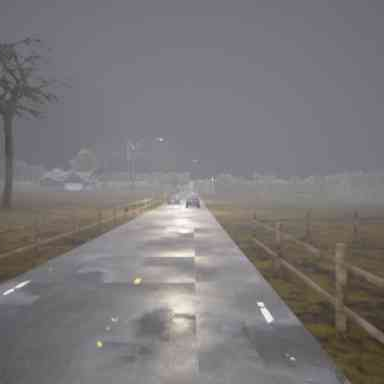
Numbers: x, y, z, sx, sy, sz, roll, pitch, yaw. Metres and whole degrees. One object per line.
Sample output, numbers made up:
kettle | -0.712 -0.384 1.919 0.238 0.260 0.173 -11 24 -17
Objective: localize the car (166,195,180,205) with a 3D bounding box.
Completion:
car | -2.814 1.196 50.561 2.128 1.511 4.902 0 1 0

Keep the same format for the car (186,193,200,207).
car | 0.097 1.271 45.054 2.128 1.511 4.902 0 1 0

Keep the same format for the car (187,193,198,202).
car | 0.099 0.955 63.056 2.128 1.511 4.902 0 1 0
